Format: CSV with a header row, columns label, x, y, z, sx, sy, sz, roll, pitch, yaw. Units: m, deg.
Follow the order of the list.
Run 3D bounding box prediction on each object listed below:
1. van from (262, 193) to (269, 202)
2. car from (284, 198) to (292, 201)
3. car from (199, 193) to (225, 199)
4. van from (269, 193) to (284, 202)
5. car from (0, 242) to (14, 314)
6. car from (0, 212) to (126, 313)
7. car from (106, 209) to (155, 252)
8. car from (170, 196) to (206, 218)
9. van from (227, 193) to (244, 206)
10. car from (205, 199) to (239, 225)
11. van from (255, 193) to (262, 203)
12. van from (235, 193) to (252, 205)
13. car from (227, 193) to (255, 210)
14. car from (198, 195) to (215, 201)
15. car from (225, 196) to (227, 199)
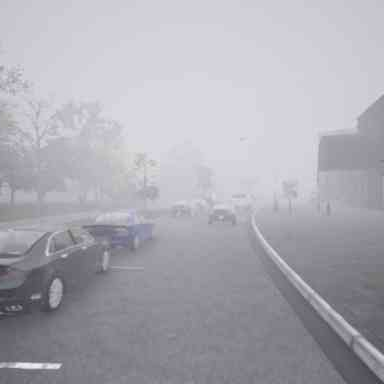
label,x,y,z,sx,sy,sz,roll,pitch,yaw
van,14.569,1.310,71.889,1.878,1.987,4.442,-3,-1,26
car,23.272,1.398,86.122,2.435,2.045,5.566,-3,-1,32
car,2.038,1.196,40.754,2.435,2.045,5.566,-3,0,15
van,20.233,1.385,81.535,1.878,1.987,4.442,-3,-1,31
car,-3.526,1.501,1.955,2.097,1.535,5.008,0,1,2
car,-3.348,1.479,7.662,2.231,1.521,4.892,0,0,4
car,-2.865,1.468,13.971,2.097,1.535,5.008,0,0,6
car,-0.572,1.461,29.847,2.231,1.521,4.892,-3,0,13
van,7.466,1.237,56.709,1.878,1.987,4.442,-3,-1,20
car,2.263,1.487,23.987,1.812,1.442,4.674,0,0,9
van,12.037,1.280,66.916,1.878,1.987,4.442,-3,-1,25
van,9.664,1.255,61.853,1.878,1.987,4.442,-3,-1,25
car,6.136,1.146,41.008,2.150,2.045,5.566,-1,0,16
car,0.639,1.455,35.305,2.231,1.521,4.892,-3,0,13
car,5.513,1.446,51.548,1.946,1.575,5.366,-3,-1,21
